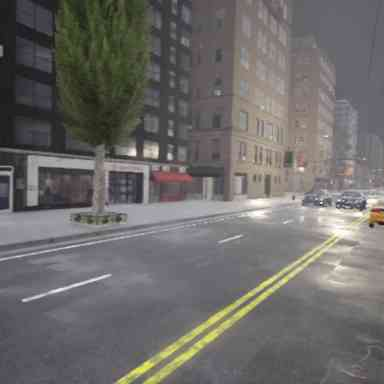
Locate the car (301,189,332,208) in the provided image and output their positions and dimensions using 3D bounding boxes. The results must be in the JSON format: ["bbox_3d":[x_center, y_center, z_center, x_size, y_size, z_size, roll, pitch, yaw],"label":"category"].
[{"bbox_3d":[12.261,0.517,32.512,2.097,1.767,4.553,3,3,33],"label":"car"}]

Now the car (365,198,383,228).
[{"bbox_3d":[10.900,1.119,18.147,1.882,1.535,5.008,3,2,33],"label":"car"}]

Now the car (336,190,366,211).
[{"bbox_3d":[14.279,0.675,29.664,2.097,1.767,4.553,3,3,33],"label":"car"}]
